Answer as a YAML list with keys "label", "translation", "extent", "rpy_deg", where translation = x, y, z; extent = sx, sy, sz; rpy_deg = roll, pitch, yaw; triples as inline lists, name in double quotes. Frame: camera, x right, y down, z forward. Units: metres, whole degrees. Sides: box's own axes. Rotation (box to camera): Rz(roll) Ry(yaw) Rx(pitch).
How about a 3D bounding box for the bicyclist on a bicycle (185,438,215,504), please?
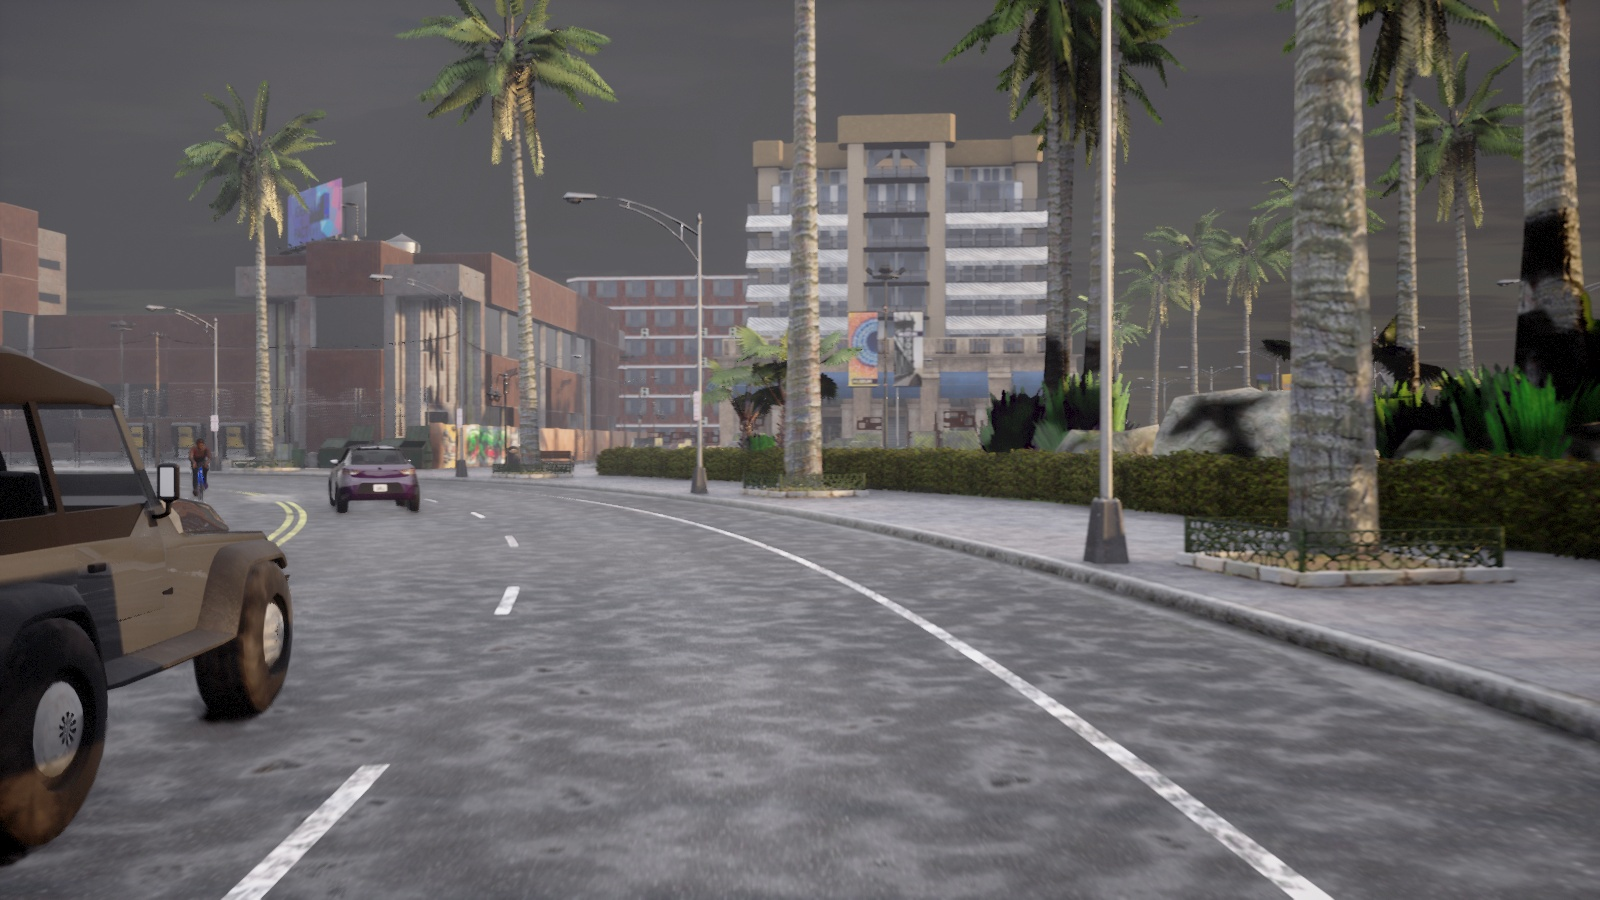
- label: "bicyclist on a bicycle"
  translation: [-15.256, 0.510, 31.925]
  extent: [0.582, 1.620, 1.656]
  rpy_deg: [0, 1, -29]

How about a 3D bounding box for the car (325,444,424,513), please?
- label: "car"
  translation: [-9.864, 0.591, 28.930]
  extent: [1.816, 1.474, 4.193]
  rpy_deg: [0, 0, -23]

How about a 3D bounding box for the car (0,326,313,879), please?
- label: "car"
  translation: [-3.775, 0.508, 5.648]
  extent: [1.905, 1.878, 3.866]
  rpy_deg: [0, 0, -4]
